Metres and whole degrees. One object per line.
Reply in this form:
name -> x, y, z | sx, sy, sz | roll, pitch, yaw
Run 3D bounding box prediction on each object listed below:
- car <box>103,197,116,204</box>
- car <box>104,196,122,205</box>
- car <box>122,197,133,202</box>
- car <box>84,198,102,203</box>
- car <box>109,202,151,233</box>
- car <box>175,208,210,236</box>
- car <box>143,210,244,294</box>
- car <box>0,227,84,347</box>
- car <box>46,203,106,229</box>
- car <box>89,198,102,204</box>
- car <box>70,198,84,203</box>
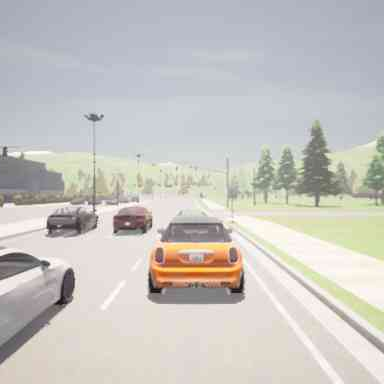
car -> -19.828, 2.000, 80.251 | 1.882, 1.535, 5.008 | 0, 0, 0
car -> -16.321, 2.038, 68.036 | 1.895, 1.301, 4.718 | 0, 0, 0
car -> -16.328, 2.048, 80.398 | 2.128, 1.511, 4.902 | 0, 0, 0
car -> -19.821, 1.993, 67.760 | 1.994, 1.385, 4.181 | 0, 0, 0
car -> -3.559, 1.613, 20.635 | 1.882, 1.535, 5.008 | 0, 0, -1
car -> -0.031, 1.734, 20.309 | 1.895, 1.301, 4.718 | 0, 0, -1
car -> 0.092, 1.412, 9.118 | 2.097, 1.767, 4.553 | 0, 0, 0
car -> -3.421, 1.560, 5.225 | 1.812, 1.442, 4.674 | 0, 0, 0
car -> -7.049, 1.622, 20.042 | 2.128, 1.511, 4.902 | 0, 0, -1
car -> -23.328, 2.075, 80.270 | 1.994, 1.385, 4.181 | 0, 0, 0
car -> -23.321, 1.967, 68.001 | 1.812, 1.442, 4.674 | 0, 0, 0
